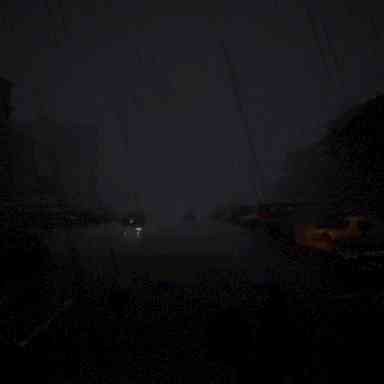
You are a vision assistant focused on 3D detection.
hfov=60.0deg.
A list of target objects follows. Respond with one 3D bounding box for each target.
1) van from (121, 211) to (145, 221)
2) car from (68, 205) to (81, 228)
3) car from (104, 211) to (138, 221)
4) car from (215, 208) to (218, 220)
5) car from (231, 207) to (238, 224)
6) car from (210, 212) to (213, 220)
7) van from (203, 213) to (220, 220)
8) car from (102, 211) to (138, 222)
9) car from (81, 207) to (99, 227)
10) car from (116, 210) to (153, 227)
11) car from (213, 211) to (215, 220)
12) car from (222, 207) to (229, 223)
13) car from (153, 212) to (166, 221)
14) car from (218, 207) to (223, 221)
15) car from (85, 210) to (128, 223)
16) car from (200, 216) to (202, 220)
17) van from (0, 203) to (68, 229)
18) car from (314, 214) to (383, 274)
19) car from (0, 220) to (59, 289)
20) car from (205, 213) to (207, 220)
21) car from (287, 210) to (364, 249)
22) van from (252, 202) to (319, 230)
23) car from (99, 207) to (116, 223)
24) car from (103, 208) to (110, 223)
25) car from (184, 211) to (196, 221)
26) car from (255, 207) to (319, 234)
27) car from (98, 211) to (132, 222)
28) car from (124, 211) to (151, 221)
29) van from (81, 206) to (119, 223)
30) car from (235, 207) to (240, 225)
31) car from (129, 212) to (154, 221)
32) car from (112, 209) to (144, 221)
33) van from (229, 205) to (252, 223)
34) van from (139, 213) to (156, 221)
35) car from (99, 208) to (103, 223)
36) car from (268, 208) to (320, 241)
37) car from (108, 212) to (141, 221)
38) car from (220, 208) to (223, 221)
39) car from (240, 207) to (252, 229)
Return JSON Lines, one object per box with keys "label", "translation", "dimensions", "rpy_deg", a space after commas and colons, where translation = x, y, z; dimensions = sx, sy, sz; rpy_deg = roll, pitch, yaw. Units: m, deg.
{"label": "van", "translation": [-12.118, 4.859, 68.314], "dimensions": [4.442, 1.987, 1.878], "rpy_deg": [1, -5, -21]}
{"label": "car", "translation": [-11.510, 2.045, 26.543], "dimensions": [4.553, 1.767, 2.185], "rpy_deg": [0, -3, -20]}
{"label": "car", "translation": [-11.979, 4.123, 56.341], "dimensions": [5.366, 1.575, 1.946], "rpy_deg": [1, -4, -21]}
{"label": "car", "translation": [6.158, 3.259, 44.857], "dimensions": [4.892, 1.521, 2.231], "rpy_deg": [2, -4, -21]}
{"label": "car", "translation": [6.313, 2.388, 30.214], "dimensions": [4.674, 1.452, 2.002], "rpy_deg": [2, -3, -20]}
{"label": "car", "translation": [6.119, 3.415, 50.745], "dimensions": [5.566, 2.045, 2.435], "rpy_deg": [2, -5, -21]}
{"label": "van", "translation": [5.416, 6.782, 91.720], "dimensions": [4.442, 1.987, 1.878], "rpy_deg": [3, -5, -21]}
{"label": "car", "translation": [-11.591, 3.903, 53.490], "dimensions": [5.366, 1.575, 1.946], "rpy_deg": [1, -5, -21]}
{"label": "car", "translation": [-11.482, 2.089, 29.566], "dimensions": [5.566, 2.045, 2.435], "rpy_deg": [0, -4, -20]}
{"label": "car", "translation": [-5.213, 2.412, 30.947], "dimensions": [2.128, 1.511, 4.902], "rpy_deg": [0, -3, 0]}
{"label": "car", "translation": [6.123, 3.458, 47.789], "dimensions": [4.892, 1.521, 2.231], "rpy_deg": [2, -5, -21]}
{"label": "car", "translation": [6.264, 2.694, 36.076], "dimensions": [5.008, 1.535, 2.097], "rpy_deg": [2, -4, -20]}
{"label": "car", "translation": [-5.388, 3.950, 54.402], "dimensions": [1.882, 1.535, 5.008], "rpy_deg": [0, -5, -1]}
{"label": "car", "translation": [6.169, 2.937, 41.933], "dimensions": [4.553, 1.767, 2.185], "rpy_deg": [2, -4, -20]}
{"label": "car", "translation": [-11.474, 3.270, 44.540], "dimensions": [5.366, 1.575, 1.946], "rpy_deg": [1, -4, -21]}
{"label": "car", "translation": [5.453, 6.506, 85.807], "dimensions": [5.008, 1.535, 2.097], "rpy_deg": [3, -5, -21]}
{"label": "van", "translation": [-11.348, 1.788, 23.611], "dimensions": [4.442, 1.987, 1.878], "rpy_deg": [0, -3, -20]}
{"label": "car", "translation": [6.419, 1.534, 9.735], "dimensions": [4.892, 1.521, 2.231], "rpy_deg": [1, -1, -20]}
{"label": "car", "translation": [-5.107, 1.591, 7.995], "dimensions": [1.994, 1.385, 4.181], "rpy_deg": [0, -1, 0]}
{"label": "car", "translation": [5.782, 4.898, 68.264], "dimensions": [4.553, 1.767, 2.185], "rpy_deg": [3, -5, -21]}
{"label": "car", "translation": [6.577, 1.592, 12.729], "dimensions": [5.366, 1.575, 1.946], "rpy_deg": [1, -2, -20]}
{"label": "van", "translation": [6.481, 1.666, 21.487], "dimensions": [4.442, 1.987, 1.878], "rpy_deg": [2, -3, -20]}
{"label": "car", "translation": [-11.551, 2.754, 38.511], "dimensions": [4.553, 1.767, 2.185], "rpy_deg": [0, -4, -20]}
{"label": "car", "translation": [-11.546, 2.732, 35.507], "dimensions": [4.674, 1.452, 2.002], "rpy_deg": [0, -3, -20]}
{"label": "car", "translation": [-0.329, 3.686, 50.855], "dimensions": [1.882, 1.535, 5.008], "rpy_deg": [0, -4, -1]}
{"label": "car", "translation": [6.390, 1.768, 18.508], "dimensions": [5.008, 1.535, 2.097], "rpy_deg": [2, -2, -20]}
{"label": "car", "translation": [-11.694, 3.718, 50.452], "dimensions": [4.792, 1.488, 2.163], "rpy_deg": [1, -5, -21]}
{"label": "car", "translation": [-12.145, 5.341, 74.317], "dimensions": [5.566, 2.045, 2.435], "rpy_deg": [1, -5, -21]}
{"label": "van", "translation": [-11.507, 2.847, 41.544], "dimensions": [4.442, 1.987, 1.878], "rpy_deg": [0, -4, -21]}
{"label": "car", "translation": [6.335, 2.223, 27.280], "dimensions": [4.674, 1.452, 2.002], "rpy_deg": [2, -3, -20]}
{"label": "car", "translation": [-12.218, 5.851, 80.314], "dimensions": [5.566, 2.045, 2.435], "rpy_deg": [1, -5, -20]}
{"label": "car", "translation": [-11.929, 4.344, 62.380], "dimensions": [5.566, 2.045, 2.435], "rpy_deg": [1, -5, -21]}
{"label": "van", "translation": [6.395, 2.297, 33.202], "dimensions": [4.442, 1.987, 1.878], "rpy_deg": [2, -4, -20]}
{"label": "van", "translation": [-12.307, 6.894, 92.271], "dimensions": [4.442, 1.987, 1.878], "rpy_deg": [1, -5, -20]}
{"label": "car", "translation": [-11.551, 2.541, 32.507], "dimensions": [4.792, 1.488, 2.163], "rpy_deg": [0, -3, -20]}
{"label": "car", "translation": [6.401, 1.670, 15.582], "dimensions": [4.892, 1.521, 2.231], "rpy_deg": [2, -2, -20]}
{"label": "car", "translation": [-12.028, 4.353, 59.324], "dimensions": [5.366, 1.575, 1.946], "rpy_deg": [1, -5, -21]}
{"label": "car", "translation": [6.202, 2.905, 38.986], "dimensions": [4.792, 1.488, 2.163], "rpy_deg": [2, -4, -20]}
{"label": "car", "translation": [6.324, 2.056, 24.351], "dimensions": [4.792, 1.488, 2.163], "rpy_deg": [2, -3, -20]}
